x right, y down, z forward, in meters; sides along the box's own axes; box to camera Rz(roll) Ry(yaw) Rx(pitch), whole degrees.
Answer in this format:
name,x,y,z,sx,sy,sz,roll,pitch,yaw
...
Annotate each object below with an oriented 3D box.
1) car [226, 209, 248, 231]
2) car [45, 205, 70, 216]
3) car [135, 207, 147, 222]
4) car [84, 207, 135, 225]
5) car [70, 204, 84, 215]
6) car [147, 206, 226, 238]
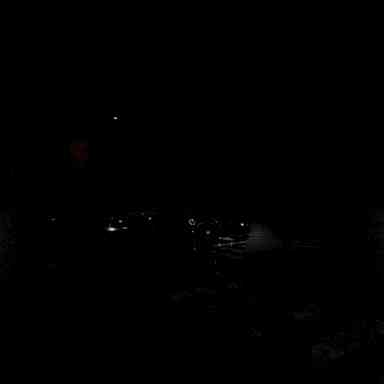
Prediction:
name,x,y,z,sx,sy,sz,roll,pitch,yaw
car,1.643,1.800,22.302,1.837,1.490,4.892,0,-1,-36
car,-17.994,2.414,43.746,1.994,1.385,4.181,0,-1,-36
car,-5.012,2.108,31.414,1.895,1.301,4.718,0,-1,-36
car,-7.346,2.051,29.096,2.033,1.411,5.357,0,-1,-36
car,-16.414,2.426,47.122,2.033,1.411,5.357,0,-1,-36
car,-0.457,1.636,19.666,2.097,1.767,4.553,0,-1,-36
